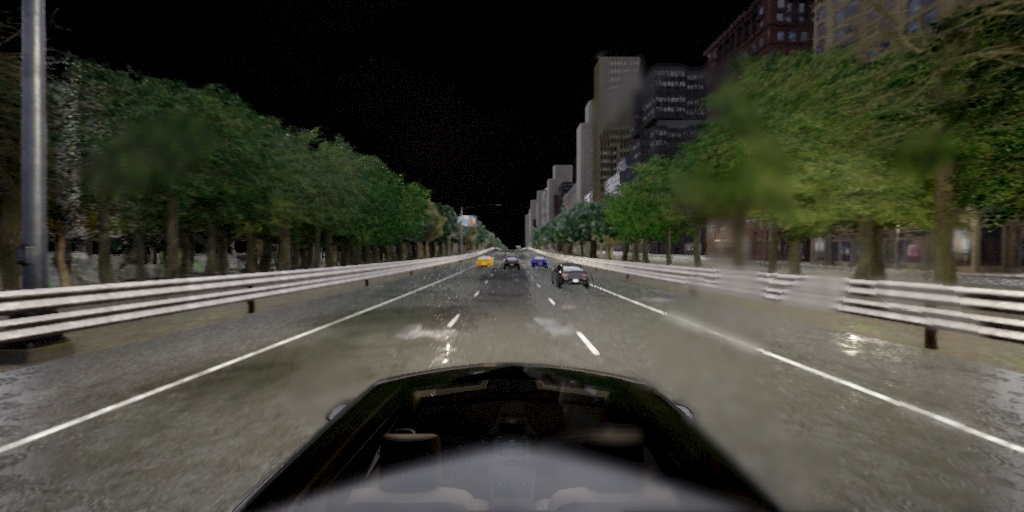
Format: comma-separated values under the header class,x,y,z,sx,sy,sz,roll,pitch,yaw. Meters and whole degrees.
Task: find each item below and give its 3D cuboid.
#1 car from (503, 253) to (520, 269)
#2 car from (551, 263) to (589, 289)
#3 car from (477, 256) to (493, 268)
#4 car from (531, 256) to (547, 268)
class,x,y,z,sx,sy,sz,roll,pitch,yaw
car,-0.020,0.782,43.963,1.882,1.535,5.008,0,1,0
car,3.540,1.175,22.268,1.812,1.442,4.674,0,1,0
car,-3.520,0.729,46.924,1.882,1.535,5.008,0,1,0
car,3.479,0.727,46.950,1.882,1.535,5.008,0,1,0
